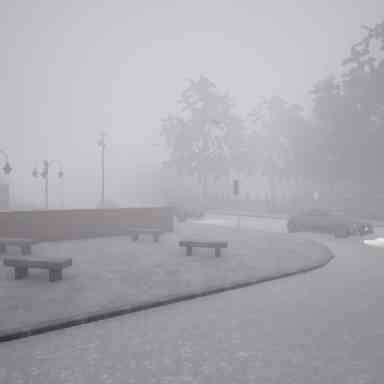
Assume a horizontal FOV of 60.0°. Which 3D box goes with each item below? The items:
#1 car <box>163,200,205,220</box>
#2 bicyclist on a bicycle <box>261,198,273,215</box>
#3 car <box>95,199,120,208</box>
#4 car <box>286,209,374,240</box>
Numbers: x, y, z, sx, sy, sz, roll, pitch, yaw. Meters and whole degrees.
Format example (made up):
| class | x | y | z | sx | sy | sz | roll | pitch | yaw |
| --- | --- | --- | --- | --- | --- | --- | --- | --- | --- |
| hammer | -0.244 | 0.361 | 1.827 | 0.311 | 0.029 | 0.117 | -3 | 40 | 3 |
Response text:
| class | x | y | z | sx | sy | sz | roll | pitch | yaw |
| --- | --- | --- | --- | --- | --- | --- | --- | --- | --- |
| car | -0.847 | 1.504 | 28.117 | 1.837 | 1.490 | 4.892 | 0 | 0 | -35 |
| bicyclist on a bicycle | 7.079 | 1.349 | 31.453 | 1.656 | 1.620 | 0.582 | 0 | 0 | -35 |
| car | -10.731 | 1.565 | 42.156 | 1.994 | 1.385 | 4.181 | 0 | 0 | -35 |
| car | 7.032 | 1.564 | 17.286 | 1.994 | 1.385 | 4.181 | 0 | 0 | -37 |
